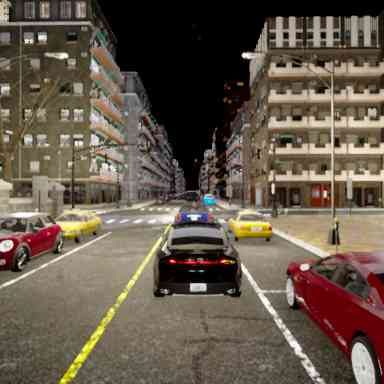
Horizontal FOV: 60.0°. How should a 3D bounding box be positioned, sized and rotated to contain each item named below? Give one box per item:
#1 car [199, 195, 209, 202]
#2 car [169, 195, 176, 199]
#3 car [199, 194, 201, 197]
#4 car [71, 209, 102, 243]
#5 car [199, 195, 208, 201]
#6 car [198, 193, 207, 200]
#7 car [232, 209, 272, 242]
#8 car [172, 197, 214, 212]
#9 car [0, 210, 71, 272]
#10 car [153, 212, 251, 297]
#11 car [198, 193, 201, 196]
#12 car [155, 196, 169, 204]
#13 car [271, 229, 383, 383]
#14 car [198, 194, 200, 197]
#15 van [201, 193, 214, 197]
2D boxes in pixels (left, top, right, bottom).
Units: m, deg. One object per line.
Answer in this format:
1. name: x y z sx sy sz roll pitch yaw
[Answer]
1. car: 2.772 1.455 76.817 2.008 1.369 4.403 1 0 0
2. car: -5.598 1.461 88.225 1.802 1.307 4.206 1 0 0
3. car: 2.756 1.481 59.806 1.887 1.381 4.507 1 0 0
4. car: -5.666 1.517 15.996 1.752 1.417 4.829 1 0 0
5. car: 2.778 1.443 82.488 2.008 1.369 4.403 1 0 0
6. car: 2.786 1.194 88.159 2.192 1.841 5.009 1 0 0
7. car: 2.715 1.517 16.311 1.752 1.417 4.829 1 0 0
8. car: 0.138 1.342 18.790 2.097 1.767 4.553 0 0 1
9. car: -5.670 1.435 10.551 1.967 1.590 4.097 1 0 0
10. car: 0.111 1.501 8.530 1.837 1.490 4.892 0 0 0
11. car: 2.768 1.356 71.147 1.967 1.590 4.097 1 0 0
12. car: -5.625 1.519 59.870 1.802 1.307 4.206 1 0 0
13. car: 2.704 1.543 4.907 1.887 1.381 4.507 1 0 0
14. car: 2.761 1.493 65.476 1.947 1.339 4.313 1 0 0
15. van: 2.754 1.287 54.133 1.690 1.788 3.998 1 0 0
